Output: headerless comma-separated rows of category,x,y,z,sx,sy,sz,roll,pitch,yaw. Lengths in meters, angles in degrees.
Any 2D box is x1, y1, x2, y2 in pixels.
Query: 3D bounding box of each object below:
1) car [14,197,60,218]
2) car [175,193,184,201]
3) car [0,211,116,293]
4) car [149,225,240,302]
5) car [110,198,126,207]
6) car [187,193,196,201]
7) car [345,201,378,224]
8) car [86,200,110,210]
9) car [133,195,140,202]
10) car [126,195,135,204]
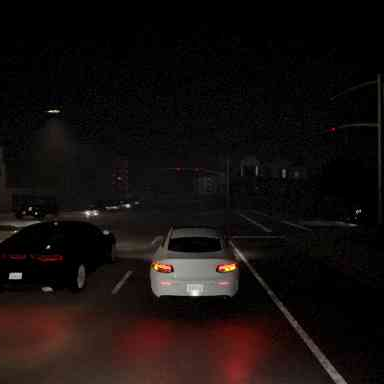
car,-14.107,1.434,30.714,2.150,2.045,5.566,0,-1,0
car,-3.509,1.418,89.010,2.150,2.045,5.566,0,0,0
car,-3.430,1.498,8.971,1.882,1.535,5.008,0,0,0
car,0.066,1.540,8.185,1.812,1.442,4.674,0,0,0
car,-14.068,1.963,60.495,2.033,1.411,5.357,0,0,0
car,-0.009,1.414,89.313,2.150,2.045,5.566,0,-1,0
car,14.246,1.491,25.507,4.553,1.767,2.097,0,-1,0
car,-14.108,1.895,48.880,2.128,1.511,4.902,0,-1,0
car,-14.008,1.540,81.215,2.097,1.767,4.553,0,0,0
car,-14.007,1.905,70.511,1.895,1.301,4.718,0,1,0
